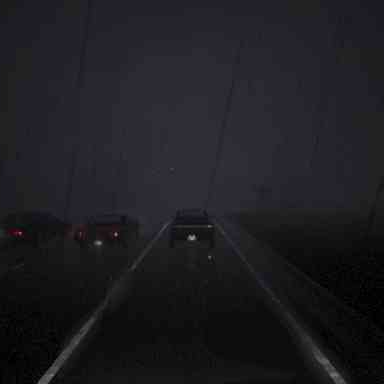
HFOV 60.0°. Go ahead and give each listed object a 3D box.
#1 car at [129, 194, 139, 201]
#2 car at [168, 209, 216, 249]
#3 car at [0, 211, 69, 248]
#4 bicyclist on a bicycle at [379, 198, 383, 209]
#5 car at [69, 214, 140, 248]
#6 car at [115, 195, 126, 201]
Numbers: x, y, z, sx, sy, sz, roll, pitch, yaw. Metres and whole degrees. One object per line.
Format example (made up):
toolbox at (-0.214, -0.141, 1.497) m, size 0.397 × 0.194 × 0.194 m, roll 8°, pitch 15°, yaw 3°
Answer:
car at (-15.000, 1.351, 86.316) m, size 2.097 × 1.767 × 4.553 m, roll 0°, pitch 0°, yaw 0°
car at (0.000, 1.494, 14.650) m, size 2.128 × 1.511 × 4.902 m, roll 0°, pitch 0°, yaw 0°
car at (-7.000, 1.562, 14.650) m, size 2.033 × 1.411 × 5.357 m, roll 0°, pitch 0°, yaw 0°
bicyclist on a bicycle at (21.508, 1.155, 37.184) m, size 0.582 × 1.620 × 1.656 m, roll 0°, pitch 29°, yaw -4°
car at (-3.500, 1.615, 14.680) m, size 1.895 × 1.301 × 4.718 m, roll 0°, pitch 0°, yaw 0°
car at (-18.500, 1.473, 86.278) m, size 1.882 × 1.535 × 5.008 m, roll 0°, pitch 0°, yaw 0°
